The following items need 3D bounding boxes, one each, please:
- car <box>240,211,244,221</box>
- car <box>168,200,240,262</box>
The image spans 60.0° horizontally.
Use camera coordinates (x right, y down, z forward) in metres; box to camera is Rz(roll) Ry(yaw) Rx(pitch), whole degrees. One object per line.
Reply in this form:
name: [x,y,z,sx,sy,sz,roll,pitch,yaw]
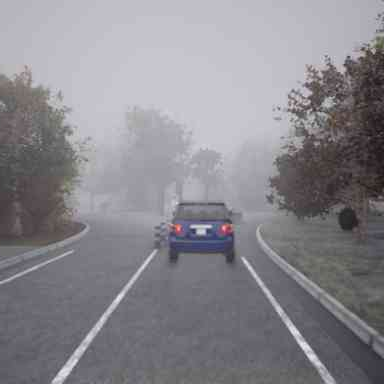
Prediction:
car: [3.464,2.093,30.864,2.033,1.411,5.357,-1,-2,19]
car: [0.404,1.298,12.555,2.150,2.045,5.566,0,-1,3]
